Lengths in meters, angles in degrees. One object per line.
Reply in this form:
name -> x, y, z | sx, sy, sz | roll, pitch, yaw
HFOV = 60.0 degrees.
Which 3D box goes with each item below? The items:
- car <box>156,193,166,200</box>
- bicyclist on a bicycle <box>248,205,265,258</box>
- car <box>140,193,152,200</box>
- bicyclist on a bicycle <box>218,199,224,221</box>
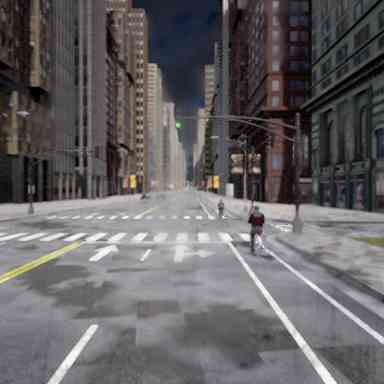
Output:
car -> -6.505, 0.961, 70.845 | 2.033, 1.411, 5.357 | 0, 0, 0
bicyclist on a bicycle -> 2.246, 1.346, 11.732 | 0.659, 1.776, 1.843 | 0, 0, 0
car -> -9.755, 0.974, 70.845 | 1.994, 1.385, 4.181 | 0, 0, 0
bicyclist on a bicycle -> 2.262, 1.401, 25.797 | 0.582, 1.620, 1.656 | 1, 0, 0
